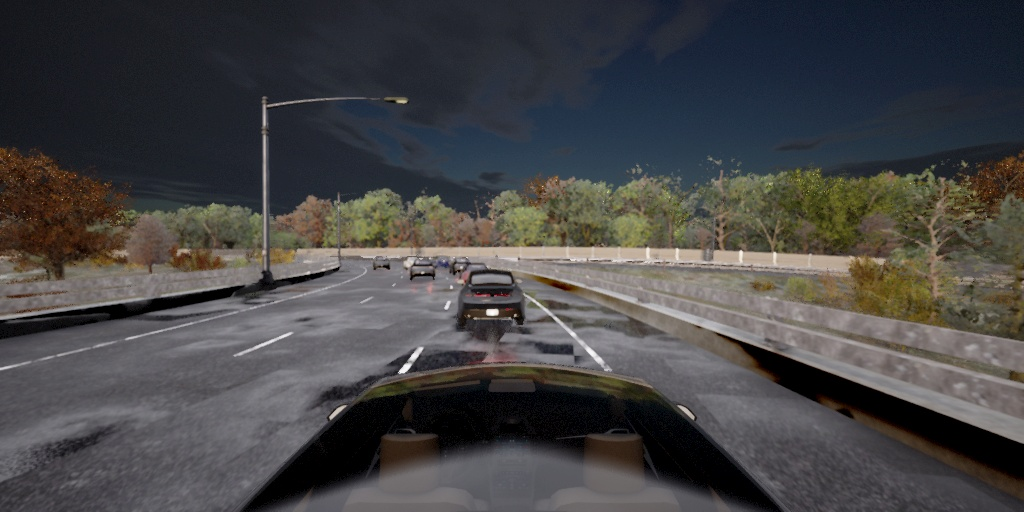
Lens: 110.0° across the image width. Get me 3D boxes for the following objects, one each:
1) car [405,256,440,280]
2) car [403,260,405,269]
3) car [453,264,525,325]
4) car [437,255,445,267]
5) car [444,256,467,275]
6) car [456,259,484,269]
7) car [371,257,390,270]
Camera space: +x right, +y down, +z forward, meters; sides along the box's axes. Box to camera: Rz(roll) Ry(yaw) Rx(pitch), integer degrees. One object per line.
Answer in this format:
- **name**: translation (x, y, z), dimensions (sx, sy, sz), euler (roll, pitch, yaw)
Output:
- **car**: translation (-7.002, 0.997, 28.224), dimensions (2.128, 1.511, 4.902), euler (0, 1, -13)
- **car**: translation (-12.146, 0.889, 43.590), dimensions (1.812, 1.442, 4.674), euler (0, 1, -22)
- **car**: translation (-0.698, 1.162, 11.496), dimensions (1.837, 1.490, 4.892), euler (0, 0, -5)
- **car**: translation (-9.002, 0.698, 45.065), dimensions (2.097, 1.767, 4.553), euler (0, 1, -22)
- **car**: translation (-4.805, 0.945, 33.358), dimensions (2.128, 1.511, 4.902), euler (0, 0, -16)
- **car**: translation (-2.334, 1.116, 22.843), dimensions (1.994, 1.385, 4.181), euler (0, 1, -10)
- **car**: translation (-15.966, 0.858, 43.637), dimensions (2.128, 1.511, 4.902), euler (0, 1, -23)
